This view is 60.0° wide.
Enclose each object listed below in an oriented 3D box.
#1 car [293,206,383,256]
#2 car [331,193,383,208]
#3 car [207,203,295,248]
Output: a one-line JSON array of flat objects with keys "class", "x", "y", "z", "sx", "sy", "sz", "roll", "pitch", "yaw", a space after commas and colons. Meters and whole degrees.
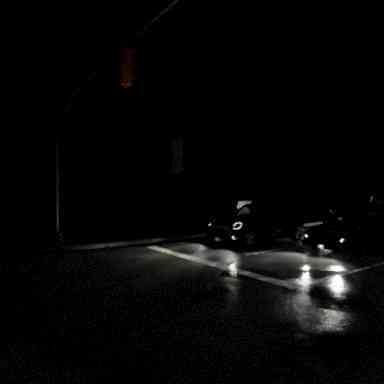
[{"class": "car", "x": 6.609, "y": 1.478, "z": 13.002, "sx": 5.357, "sy": 1.411, "sz": 2.033, "roll": 0, "pitch": 0, "yaw": -35}, {"class": "car", "x": 10.536, "y": 1.106, "z": 20.065, "sx": 5.566, "sy": 2.045, "sz": 2.150, "roll": 0, "pitch": 0, "yaw": -35}, {"class": "car", "x": 2.833, "y": 1.294, "z": 14.607, "sx": 4.553, "sy": 1.767, "sz": 2.097, "roll": 0, "pitch": 0, "yaw": -35}]
